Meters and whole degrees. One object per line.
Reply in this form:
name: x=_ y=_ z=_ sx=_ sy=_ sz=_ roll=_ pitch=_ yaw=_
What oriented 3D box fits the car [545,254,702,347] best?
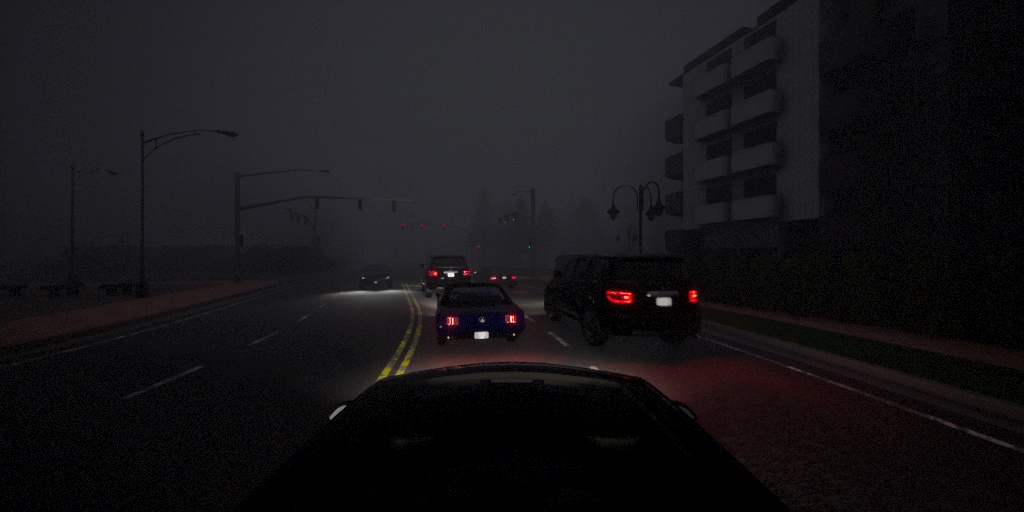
car: x=2.498 y=0.971 z=9.560 sx=2.150 sy=2.045 sz=5.566 roll=0 pitch=0 yaw=-9

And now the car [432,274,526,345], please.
car: x=-1.078 y=1.351 z=9.590 sx=1.895 sy=1.301 sz=4.718 roll=0 pitch=0 yaw=-12

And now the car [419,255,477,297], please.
car: x=-3.614 y=0.971 z=19.025 sx=2.150 sy=2.045 sz=5.566 roll=0 pitch=0 yaw=-18

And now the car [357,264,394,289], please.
car: x=-8.760 y=1.279 z=23.303 sx=1.812 sy=1.442 sz=4.674 roll=0 pitch=0 yaw=-18

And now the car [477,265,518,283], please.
car: x=-1.205 y=1.297 z=22.919 sx=2.033 sy=1.411 sz=5.357 roll=0 pitch=0 yaw=-18
